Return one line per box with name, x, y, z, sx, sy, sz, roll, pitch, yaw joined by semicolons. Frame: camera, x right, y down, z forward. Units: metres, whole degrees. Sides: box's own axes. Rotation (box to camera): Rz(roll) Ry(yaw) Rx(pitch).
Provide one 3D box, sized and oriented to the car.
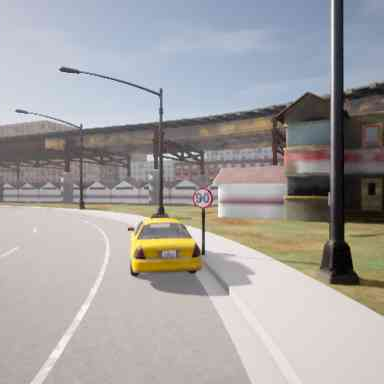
car;-1.018;1.447;10.389;1.801;1.575;5.366;0;0;-11
